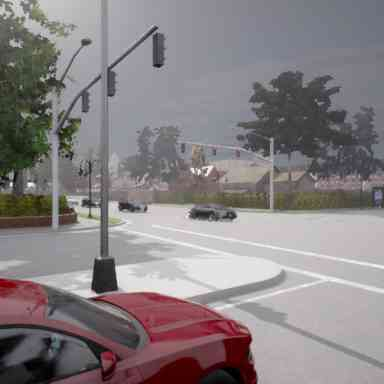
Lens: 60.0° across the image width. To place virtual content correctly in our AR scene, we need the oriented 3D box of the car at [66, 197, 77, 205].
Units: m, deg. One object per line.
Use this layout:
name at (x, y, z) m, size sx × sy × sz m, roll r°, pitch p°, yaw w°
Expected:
car at (-20.876, 1.522, 56.935) m, size 1.812 × 1.442 × 4.674 m, roll 0°, pitch 0°, yaw -36°

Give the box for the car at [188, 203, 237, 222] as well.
car at (1.583, 1.562, 26.382) m, size 1.994 × 1.385 × 4.181 m, roll 0°, pitch 0°, yaw -39°

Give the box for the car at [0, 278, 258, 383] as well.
car at (-1.653, 1.478, 2.590) m, size 5.008 × 1.535 × 1.882 m, roll 0°, pitch 0°, yaw -35°

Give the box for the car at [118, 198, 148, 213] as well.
car at (-6.698, 1.486, 37.333) m, size 2.128 × 1.511 × 4.902 m, roll 0°, pitch 0°, yaw -36°

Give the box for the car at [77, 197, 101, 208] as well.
car at (-14.496, 1.489, 48.100) m, size 2.128 × 1.511 × 4.902 m, roll 0°, pitch 0°, yaw -36°
